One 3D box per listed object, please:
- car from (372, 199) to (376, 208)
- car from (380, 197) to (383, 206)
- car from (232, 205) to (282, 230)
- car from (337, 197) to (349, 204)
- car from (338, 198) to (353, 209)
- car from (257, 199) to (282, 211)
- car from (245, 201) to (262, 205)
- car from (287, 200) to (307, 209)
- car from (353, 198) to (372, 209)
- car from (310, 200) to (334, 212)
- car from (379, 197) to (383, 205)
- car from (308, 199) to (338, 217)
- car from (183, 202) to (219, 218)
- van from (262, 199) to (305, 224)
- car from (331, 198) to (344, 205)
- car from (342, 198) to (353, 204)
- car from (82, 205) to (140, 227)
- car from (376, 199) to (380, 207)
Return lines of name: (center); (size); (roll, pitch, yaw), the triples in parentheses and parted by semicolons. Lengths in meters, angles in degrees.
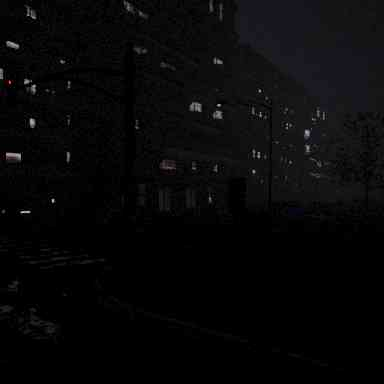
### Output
car: (30.652, 2.202, 58.778); (1.802, 1.307, 4.206); (1, 0, 36)
car: (37.226, 2.252, 67.681); (1.887, 1.381, 4.507); (1, 0, 36)
car: (4.359, 1.827, 23.167); (1.947, 1.339, 4.313); (1, 0, 36)
car: (37.064, 2.094, 81.569); (1.967, 1.590, 4.097); (1, 0, 36)
car: (24.071, 2.064, 54.235); (2.033, 1.411, 5.357); (1, 0, 37)
car: (10.771, 1.743, 45.957); (1.967, 1.590, 4.097); (1, 0, 36)
car: (7.483, 1.840, 41.505); (1.802, 1.307, 4.206); (1, 0, 36)
car: (17.343, 1.975, 54.860); (1.802, 1.307, 4.206); (1, 0, 36)
car: (27.368, 1.891, 54.328); (2.192, 1.841, 5.009); (1, 0, 36)
car: (18.097, 1.914, 46.121); (1.882, 1.535, 5.008); (1, 0, 36)
car: (47.089, 2.151, 81.036); (2.192, 1.841, 5.009); (1, 0, 36)
car: (14.221, 1.838, 36.522); (1.967, 1.590, 4.097); (1, 0, 36)
car: (0.910, 1.712, 32.602); (1.887, 1.381, 4.507); (1, 0, 36)
van: (7.648, 1.648, 27.618); (1.690, 1.788, 3.998); (1, 0, 36)
car: (33.776, 2.177, 77.117); (1.947, 1.339, 4.313); (1, 0, 36)
car: (40.249, 2.221, 85.883); (1.752, 1.417, 4.829); (1, 0, 36)
car: (-5.664, 1.626, 23.699); (2.008, 1.369, 4.403); (1, 0, 36)
car: (33.940, 2.104, 63.230); (1.967, 1.590, 4.097); (1, 0, 36)
